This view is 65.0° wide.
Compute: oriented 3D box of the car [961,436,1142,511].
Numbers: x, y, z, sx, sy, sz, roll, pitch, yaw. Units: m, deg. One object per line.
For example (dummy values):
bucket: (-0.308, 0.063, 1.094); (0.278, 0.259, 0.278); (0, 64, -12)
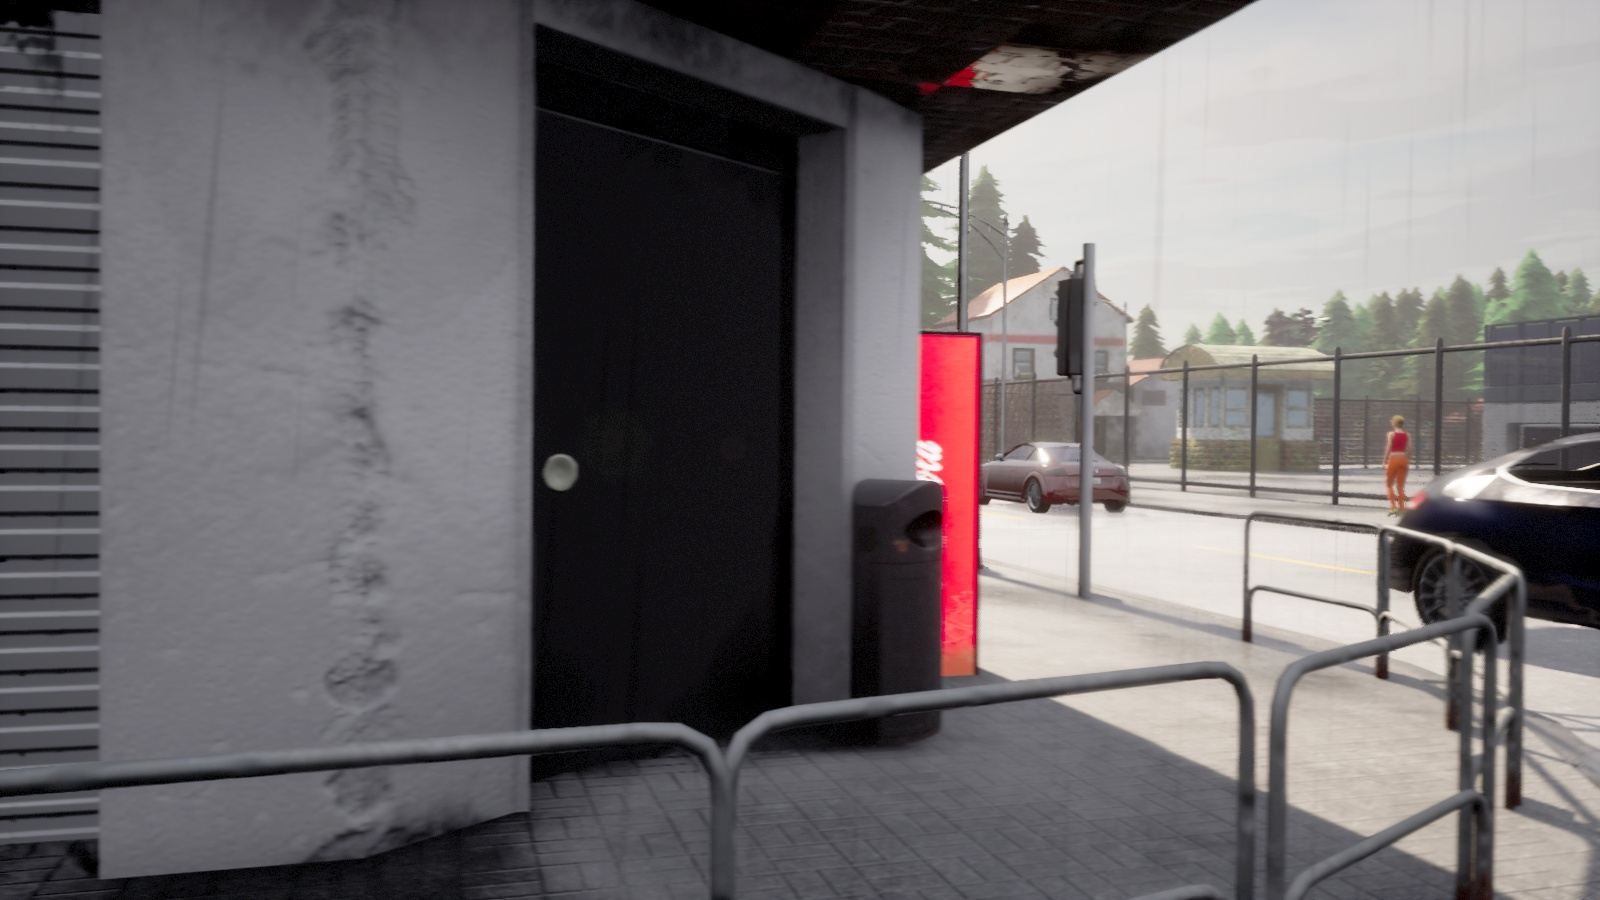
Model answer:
car: (5.063, 0.409, 25.913); (1.994, 1.385, 4.181); (-1, 1, -15)

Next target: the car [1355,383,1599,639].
car: (6.300, 0.384, 8.054); (2.152, 1.651, 5.027); (-1, 1, -19)

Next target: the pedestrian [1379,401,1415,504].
pedestrian: (10.801, 0.040, 22.726); (0.345, 1.836, 0.594); (-1, 1, -3)
